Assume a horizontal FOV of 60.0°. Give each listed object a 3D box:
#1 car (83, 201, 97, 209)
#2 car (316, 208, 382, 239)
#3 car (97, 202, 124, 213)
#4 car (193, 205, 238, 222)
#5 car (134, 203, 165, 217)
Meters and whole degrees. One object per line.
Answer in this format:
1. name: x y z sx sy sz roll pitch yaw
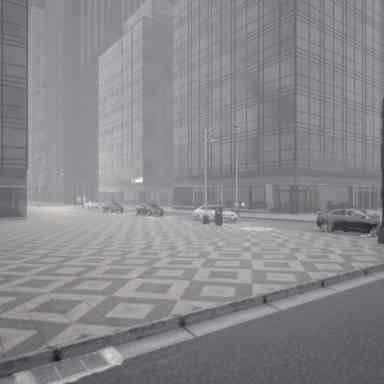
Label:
1. car: -19.182 2.476 63.100 1.812 1.442 4.674 0 -1 -36
2. car: 9.085 1.613 18.013 2.128 1.511 4.902 0 -1 -31
3. car: -11.179 2.169 46.711 1.837 1.490 4.892 0 -1 -35
4. car: 1.900 1.844 28.594 1.812 1.442 4.674 0 -1 -36
5. car: -4.926 2.003 38.015 1.837 1.490 4.892 0 -1 -36
